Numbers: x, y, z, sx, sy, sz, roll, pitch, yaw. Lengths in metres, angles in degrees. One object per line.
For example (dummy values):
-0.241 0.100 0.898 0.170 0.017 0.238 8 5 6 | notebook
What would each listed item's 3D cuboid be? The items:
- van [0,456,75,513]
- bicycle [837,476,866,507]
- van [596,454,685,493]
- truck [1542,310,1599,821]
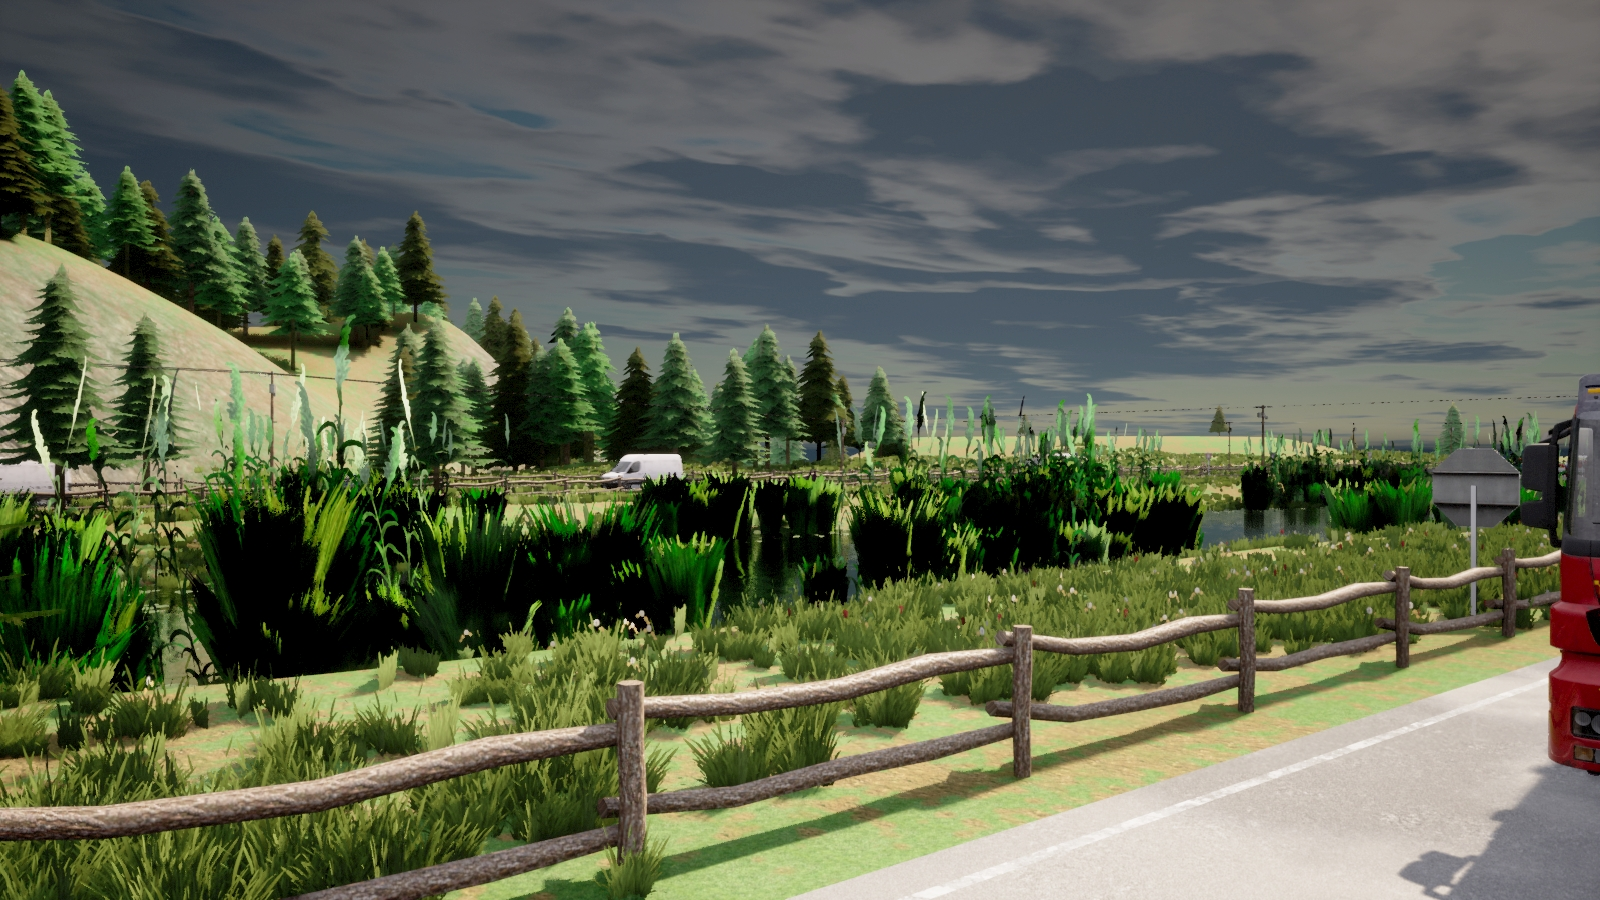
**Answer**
-36.244 1.535 51.288 1.988 2.561 5.915 0 0 42 | van
2.528 2.029 56.039 1.643 1.496 0.373 0 0 -43 | bicycle
-10.830 1.535 77.764 5.915 2.561 1.988 0 0 -43 | van
9.618 0.862 10.987 2.891 3.827 8.468 0 0 42 | truck
